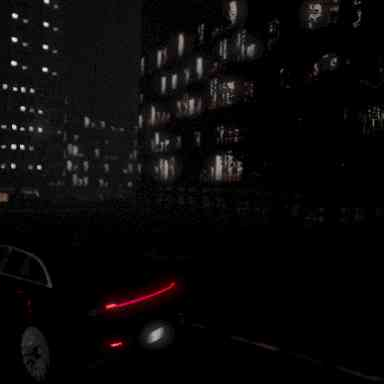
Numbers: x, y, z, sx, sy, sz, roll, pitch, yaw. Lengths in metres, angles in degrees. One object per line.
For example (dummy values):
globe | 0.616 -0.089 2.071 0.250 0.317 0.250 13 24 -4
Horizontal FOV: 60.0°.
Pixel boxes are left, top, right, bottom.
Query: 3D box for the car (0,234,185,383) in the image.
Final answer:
car | -2.384 1.433 5.335 4.902 1.511 2.128 1 1 36

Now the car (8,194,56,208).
car | -20.694 1.163 42.586 5.009 1.841 2.192 1 2 -34

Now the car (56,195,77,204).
car | -20.471 1.176 52.294 4.403 1.369 2.008 1 2 -34

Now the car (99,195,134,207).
car | -11.347 1.527 48.997 4.507 1.381 1.887 1 2 -34

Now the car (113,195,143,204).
car | -11.257 1.283 58.604 4.829 1.417 1.752 1 2 -34

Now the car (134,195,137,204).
car | -6.663 1.365 52.195 5.009 1.841 2.192 1 2 -34
